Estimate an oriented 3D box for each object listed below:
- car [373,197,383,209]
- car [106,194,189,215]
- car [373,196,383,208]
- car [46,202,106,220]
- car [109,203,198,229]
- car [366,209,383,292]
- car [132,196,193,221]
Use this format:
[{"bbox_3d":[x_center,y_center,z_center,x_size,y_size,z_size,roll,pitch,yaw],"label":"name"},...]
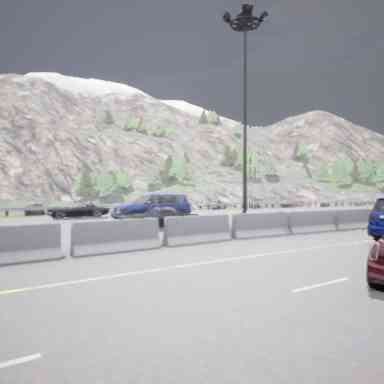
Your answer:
[{"bbox_3d":[9.675,1.187,13.746,5.566,2.045,2.150,0,0,-29],"label":"car"},{"bbox_3d":[-2.680,1.158,22.966,5.566,2.045,2.150,0,0,-31],"label":"car"},{"bbox_3d":[27.003,1.367,44.718,5.008,1.535,1.882,0,0,-19],"label":"car"},{"bbox_3d":[-9.286,1.525,27.080,4.718,1.301,1.895,0,0,-33],"label":"car"},{"bbox_3d":[-2.060,1.548,19.241,4.718,1.301,1.895,0,0,-32],"label":"car"},{"bbox_3d":[6.060,1.333,7.538,4.553,1.767,2.097,0,0,-32],"label":"car"},{"bbox_3d":[-2.394,1.278,27.164,4.553,1.767,2.097,0,0,-30],"label":"car"}]
